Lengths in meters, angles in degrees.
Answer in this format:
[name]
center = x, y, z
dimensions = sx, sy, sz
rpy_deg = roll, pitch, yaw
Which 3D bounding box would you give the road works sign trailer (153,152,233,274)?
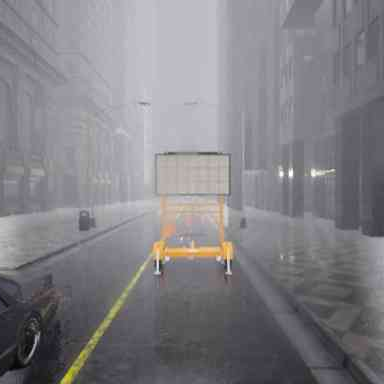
[road works sign trailer]
center = 0.030, 0.514, 10.723
dimensions = 2.380, 3.560, 2.880
rpy_deg = 0, 0, 0

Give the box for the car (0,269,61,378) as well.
[car]
center = -2.999, 1.560, 2.999
dimensions = 2.033, 1.411, 5.357
rpy_deg = 0, 0, 0
